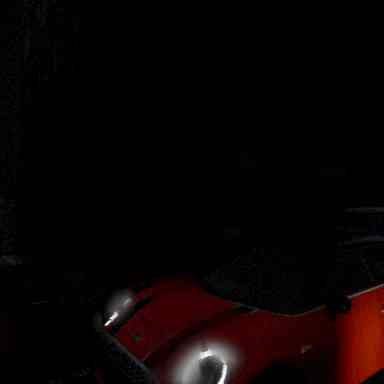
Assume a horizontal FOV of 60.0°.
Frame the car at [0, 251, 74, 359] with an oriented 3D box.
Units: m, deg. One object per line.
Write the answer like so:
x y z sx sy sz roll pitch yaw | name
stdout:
-2.607 1.585 4.791 4.206 1.307 1.802 0 0 -36 | car

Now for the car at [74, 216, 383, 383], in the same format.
1.164 1.369 4.206 4.553 1.767 2.097 0 0 -35 | car

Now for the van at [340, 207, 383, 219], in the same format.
6.437 1.389 11.239 3.998 1.788 1.690 0 0 -36 | van

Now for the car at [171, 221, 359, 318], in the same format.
1.917 1.572 8.016 4.507 1.381 1.887 0 0 -36 | car
